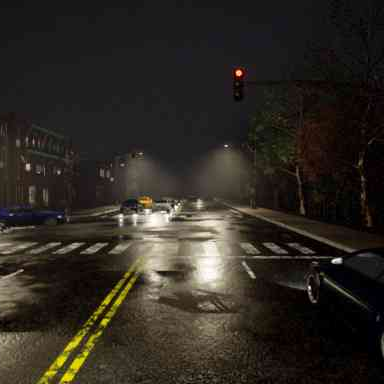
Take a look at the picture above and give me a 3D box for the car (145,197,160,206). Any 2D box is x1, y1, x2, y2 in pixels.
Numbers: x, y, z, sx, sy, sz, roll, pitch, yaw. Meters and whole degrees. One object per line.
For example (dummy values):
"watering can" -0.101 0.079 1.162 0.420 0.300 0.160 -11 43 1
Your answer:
"car" -6.595 1.545 55.815 1.994 1.385 4.181 0 0 0

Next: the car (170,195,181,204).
"car" -3.304 1.453 66.596 1.882 1.535 5.008 0 0 0

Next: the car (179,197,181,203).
"car" -3.339 1.581 56.320 1.895 1.301 4.718 0 0 0

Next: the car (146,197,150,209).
"car" -6.603 1.463 45.904 1.882 1.535 5.008 0 0 0

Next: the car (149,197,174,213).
"car" -3.352 1.515 36.972 1.812 1.442 4.674 0 0 0

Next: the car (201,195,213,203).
"car" 3.329 1.466 68.383 2.128 1.511 4.902 0 0 0

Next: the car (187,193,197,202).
"car" -0.028 1.194 78.538 2.150 2.045 5.566 0 0 0

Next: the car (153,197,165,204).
"car" -6.557 1.577 65.737 1.895 1.301 4.718 0 0 0

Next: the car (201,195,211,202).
"car" 3.223 1.509 78.568 2.033 1.411 5.357 0 0 0

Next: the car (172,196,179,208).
"car" -3.354 1.476 46.240 2.128 1.511 4.902 0 0 0

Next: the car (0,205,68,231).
"car" -10.266 1.570 20.913 4.674 1.442 1.812 -2 1 -9

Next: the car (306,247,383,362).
"car" 3.336 1.563 5.288 1.994 1.385 4.181 0 0 1

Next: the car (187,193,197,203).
"car" 0.082 1.466 66.323 2.128 1.511 4.902 0 0 0

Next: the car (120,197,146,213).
"car" -6.631 1.515 36.819 1.812 1.442 4.674 0 0 1
